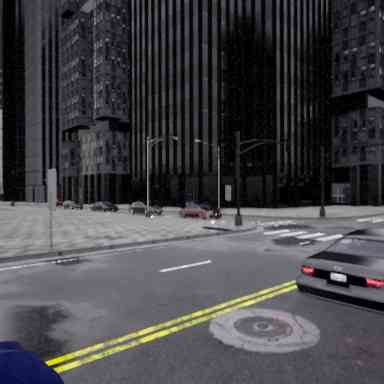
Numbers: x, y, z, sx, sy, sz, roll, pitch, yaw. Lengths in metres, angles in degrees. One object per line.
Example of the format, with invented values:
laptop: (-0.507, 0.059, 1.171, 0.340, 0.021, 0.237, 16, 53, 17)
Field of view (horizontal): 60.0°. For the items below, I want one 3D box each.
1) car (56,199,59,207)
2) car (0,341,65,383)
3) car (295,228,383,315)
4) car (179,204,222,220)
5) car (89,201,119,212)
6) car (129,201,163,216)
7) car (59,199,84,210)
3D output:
car: (-26.004, 2.118, 64.742, 1.882, 1.535, 5.008, 0, 0, -42)
car: (-2.720, 1.601, 1.123, 4.718, 1.301, 1.895, 0, 0, -42)
car: (4.447, 1.546, 7.516, 5.357, 1.411, 2.033, 0, 0, -42)
car: (0.725, 1.747, 29.905, 1.994, 1.385, 4.181, 0, 0, -42)
car: (-11.644, 1.921, 43.812, 2.033, 1.411, 5.357, 0, 0, -42)
car: (-5.106, 1.778, 36.462, 1.837, 1.490, 4.892, 0, 0, -41)
car: (-18.472, 1.989, 51.544, 1.837, 1.490, 4.892, 0, 0, -41)
